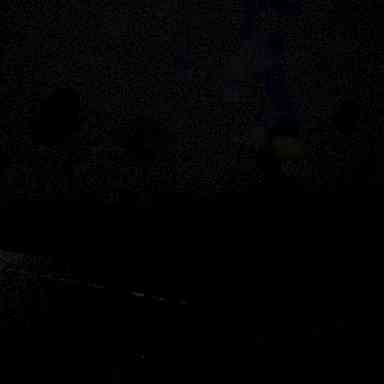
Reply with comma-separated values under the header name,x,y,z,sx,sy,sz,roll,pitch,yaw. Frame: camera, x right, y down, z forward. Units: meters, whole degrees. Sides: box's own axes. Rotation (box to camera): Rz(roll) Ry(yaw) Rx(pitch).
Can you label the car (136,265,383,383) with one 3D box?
name,x,y,z,sx,sy,sz,roll,pitch,yaw
car,2.103,1.380,2.656,5.357,1.411,2.033,-1,2,32
